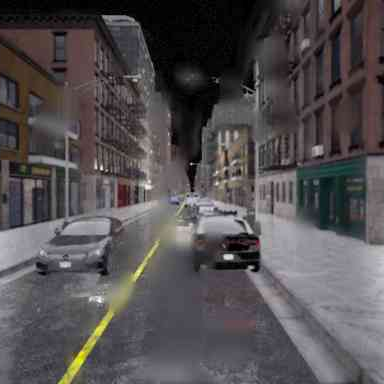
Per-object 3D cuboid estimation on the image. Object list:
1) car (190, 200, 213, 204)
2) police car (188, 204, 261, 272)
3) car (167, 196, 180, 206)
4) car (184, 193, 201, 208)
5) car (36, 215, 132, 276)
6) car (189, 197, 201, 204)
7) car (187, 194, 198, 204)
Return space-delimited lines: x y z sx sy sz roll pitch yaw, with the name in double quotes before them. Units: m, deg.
"car" 0.924 1.484 20.721 1.812 1.442 4.674 0 0 0
"police car" 0.913 1.400 10.830 1.930 1.638 5.238 0 0 0
"car" -3.009 1.449 53.972 1.882 1.535 5.008 0 0 0
"car" 0.063 1.184 47.748 2.150 2.045 5.566 0 0 1
"car" -3.075 1.501 10.390 1.812 1.442 4.674 0 0 0
"car" 0.931 1.431 26.721 1.882 1.535 5.008 0 0 0
"car" 0.070 1.337 61.725 2.097 1.767 4.553 0 0 0
